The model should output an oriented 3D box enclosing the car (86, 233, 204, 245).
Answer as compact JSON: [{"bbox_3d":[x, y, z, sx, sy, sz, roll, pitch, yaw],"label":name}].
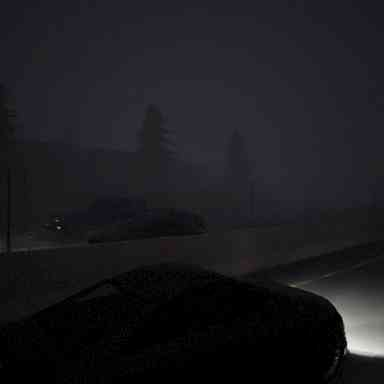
[{"bbox_3d":[-1.529,1.604,11.735,4.181,1.385,1.994,0,0,-38],"label":"car"}]

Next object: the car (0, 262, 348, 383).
[{"bbox_3d":[0.012,1.579,3.928,4.181,1.385,1.994,0,0,-37],"label":"car"}]
